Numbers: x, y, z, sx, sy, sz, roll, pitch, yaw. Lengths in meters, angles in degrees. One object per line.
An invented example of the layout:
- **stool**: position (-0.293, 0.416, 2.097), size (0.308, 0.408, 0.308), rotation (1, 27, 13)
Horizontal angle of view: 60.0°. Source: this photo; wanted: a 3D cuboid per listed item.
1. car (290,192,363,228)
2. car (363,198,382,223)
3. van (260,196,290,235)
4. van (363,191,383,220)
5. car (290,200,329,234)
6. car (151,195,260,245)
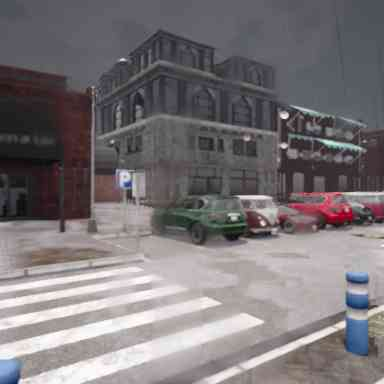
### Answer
- **car**: position (6.970, 1.087, 20.439), size (2.435, 2.045, 5.566), rotation (-1, 0, -35)
- **car**: position (9.359, 1.309, 22.089), size (2.231, 1.521, 4.892), rotation (-1, 1, -35)
- **van**: position (2.516, 1.165, 17.109), size (1.878, 1.987, 4.442), rotation (-1, 0, -35)
- **van**: position (11.554, 1.051, 23.799), size (1.878, 1.987, 4.442), rotation (-1, 0, -35)
- **car**: position (4.839, 1.394, 18.862), size (2.163, 1.488, 4.792), rotation (-1, 0, -35)
- **car**: position (0.165, 1.164, 15.625), size (2.435, 2.045, 5.566), rotation (-1, 0, -35)
